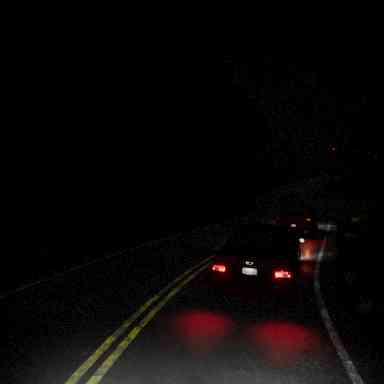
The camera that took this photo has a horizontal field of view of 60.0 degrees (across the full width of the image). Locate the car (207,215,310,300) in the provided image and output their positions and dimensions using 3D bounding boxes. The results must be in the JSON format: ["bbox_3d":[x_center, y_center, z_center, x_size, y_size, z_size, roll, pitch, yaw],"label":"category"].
[{"bbox_3d":[1.867,1.549,8.660,2.033,1.411,5.357,2,0,18],"label":"car"}]

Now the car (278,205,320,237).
[{"bbox_3d":[5.946,1.486,18.509,1.882,1.535,5.008,2,1,23],"label":"car"}]
